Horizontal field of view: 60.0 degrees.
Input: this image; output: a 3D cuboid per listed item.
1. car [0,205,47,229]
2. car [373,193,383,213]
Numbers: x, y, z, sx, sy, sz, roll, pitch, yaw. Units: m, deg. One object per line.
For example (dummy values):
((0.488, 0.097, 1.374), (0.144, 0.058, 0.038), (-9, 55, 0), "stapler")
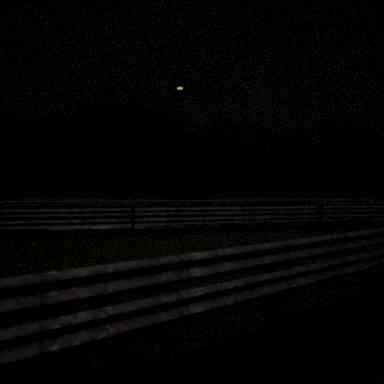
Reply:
((-10.884, 1.396, 18.976), (4.718, 1.301, 1.895), (0, 0, -16), "car")
((17.487, 1.094, 27.026), (5.566, 2.045, 2.150), (0, 0, -16), "car")
